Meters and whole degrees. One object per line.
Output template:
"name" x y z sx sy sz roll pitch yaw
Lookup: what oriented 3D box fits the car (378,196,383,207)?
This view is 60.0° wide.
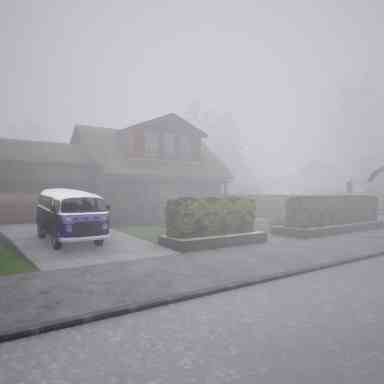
"car" 24.583 0.986 41.404 3.866 1.878 1.905 0 0 -1
